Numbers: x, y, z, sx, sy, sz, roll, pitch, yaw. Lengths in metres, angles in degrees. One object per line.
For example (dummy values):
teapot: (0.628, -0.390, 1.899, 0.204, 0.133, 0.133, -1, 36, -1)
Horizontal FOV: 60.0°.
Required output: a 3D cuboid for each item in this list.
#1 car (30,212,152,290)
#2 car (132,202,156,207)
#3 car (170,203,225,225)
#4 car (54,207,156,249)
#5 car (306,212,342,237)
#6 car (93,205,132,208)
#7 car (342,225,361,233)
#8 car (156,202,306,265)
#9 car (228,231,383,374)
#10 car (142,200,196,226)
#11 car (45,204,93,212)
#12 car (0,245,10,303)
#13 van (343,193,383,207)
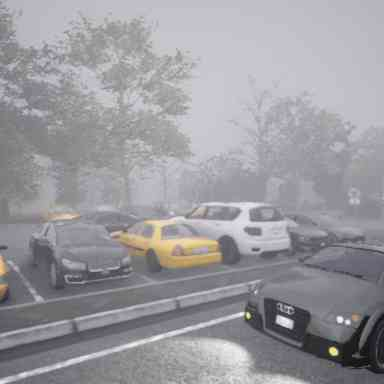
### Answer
car: (-3.377, 1.566, 9.614, 2.231, 1.521, 4.892, 1, -1, -35)
car: (-4.075, 1.711, 25.078, 2.163, 1.488, 4.792, 1, -1, -35)
car: (0.340, 1.759, 28.217, 2.097, 1.535, 5.008, 1, -1, -35)
car: (-3.382, 1.633, 15.032, 4.892, 1.490, 1.837, 1, -1, -35)
car: (3.432, 1.685, 14.409, 2.097, 1.535, 5.008, 1, -1, -35)
car: (-6.355, 1.682, 23.504, 2.002, 1.452, 4.674, 1, -1, -35)
car: (5.721, 1.754, 15.979, 2.163, 1.488, 4.792, 1, -1, -35)
car: (1.153, 1.394, 12.832, 2.435, 2.045, 5.566, 1, -1, -35)
car: (2.898, 1.616, 5.705, 4.181, 1.385, 1.994, 1, 0, -35)
car: (-1.945, 1.594, 26.652, 2.185, 1.767, 4.553, 1, -1, -35)
car: (-8.513, 1.599, 21.760, 1.946, 1.575, 5.366, 1, -1, -35)
car: (-5.535, 1.522, 7.859, 1.946, 1.575, 5.366, 1, -1, -35)
van: (22.413, 1.139, 43.939, 1.878, 1.987, 4.442, 0, 1, -35)
